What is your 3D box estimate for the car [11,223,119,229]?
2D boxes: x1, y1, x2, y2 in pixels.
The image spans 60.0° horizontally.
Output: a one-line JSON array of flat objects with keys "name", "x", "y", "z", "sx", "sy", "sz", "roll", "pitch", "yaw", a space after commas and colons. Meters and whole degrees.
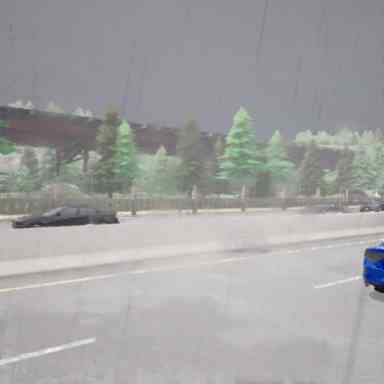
[{"name": "car", "x": -6.180, "y": 1.378, "z": 16.627, "sx": 5.008, "sy": 1.535, "sz": 1.882, "roll": 1, "pitch": 0, "yaw": -34}]

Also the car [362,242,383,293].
[{"name": "car", "x": 5.970, "y": 1.524, "z": 7.618, "sx": 5.008, "sy": 1.535, "sz": 1.882, "roll": 1, "pitch": 0, "yaw": -33}]

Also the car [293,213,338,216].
[{"name": "car", "x": 8.736, "y": 1.553, "z": 22.148, "sx": 4.892, "sy": 1.490, "sz": 1.837, "roll": 0, "pitch": 0, "yaw": -33}]
